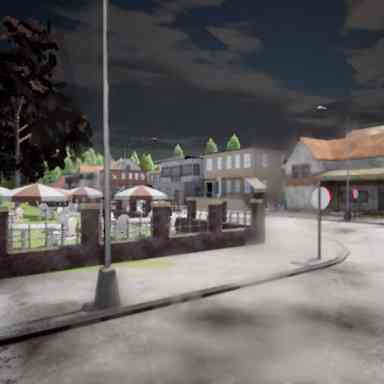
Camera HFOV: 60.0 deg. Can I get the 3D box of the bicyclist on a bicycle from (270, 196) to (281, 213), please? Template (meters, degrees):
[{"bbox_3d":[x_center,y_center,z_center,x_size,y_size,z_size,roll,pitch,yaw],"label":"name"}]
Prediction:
[{"bbox_3d":[7.977,1.238,31.766,1.656,1.620,0.582,-1,0,-35],"label":"bicyclist on a bicycle"}]

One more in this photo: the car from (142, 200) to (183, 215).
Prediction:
[{"bbox_3d":[-3.048,1.473,32.765,2.033,1.411,5.357,0,0,-35],"label":"car"}]

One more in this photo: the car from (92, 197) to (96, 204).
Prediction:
[{"bbox_3d":[-15.611,1.276,50.549,2.097,1.767,4.553,0,0,-35],"label":"car"}]
